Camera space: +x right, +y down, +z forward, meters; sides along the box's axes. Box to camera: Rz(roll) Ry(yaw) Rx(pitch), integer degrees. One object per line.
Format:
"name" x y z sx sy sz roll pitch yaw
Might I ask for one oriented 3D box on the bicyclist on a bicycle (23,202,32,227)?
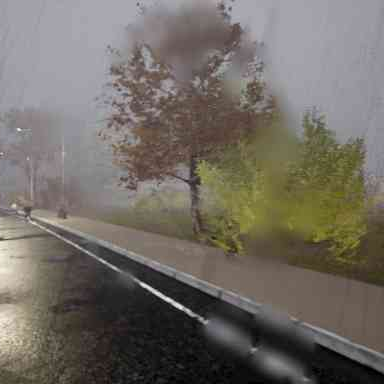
"bicyclist on a bicycle" -11.967 1.635 24.201 0.659 1.776 1.843 -1 0 -32

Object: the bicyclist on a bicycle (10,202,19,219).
"bicyclist on a bicycle" -17.360 1.804 32.589 0.866 1.612 1.509 -1 0 -34
